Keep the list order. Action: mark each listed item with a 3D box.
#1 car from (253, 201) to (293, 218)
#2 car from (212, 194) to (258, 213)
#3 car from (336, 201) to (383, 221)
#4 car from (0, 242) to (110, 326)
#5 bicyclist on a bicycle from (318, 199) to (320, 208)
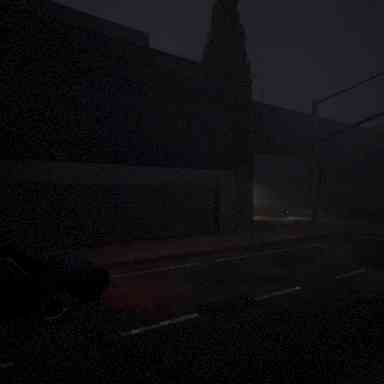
[{"bbox_3d":[7.115,1.563,30.399,1.994,1.385,4.181,0,0,-37],"label":"car"},{"bbox_3d":[4.952,1.221,39.137,2.150,2.045,5.566,0,0,-36],"label":"car"},{"bbox_3d":[14.282,1.491,26.910,2.128,1.511,4.902,0,0,-40],"label":"car"},{"bbox_3d":[-3.930,1.601,5.500,4.718,1.301,1.895,0,0,-36],"label":"car"},{"bbox_3d":[16.214,1.303,43.252,1.656,1.620,0.582,0,0,-37],"label":"bicyclist on a bicycle"}]
